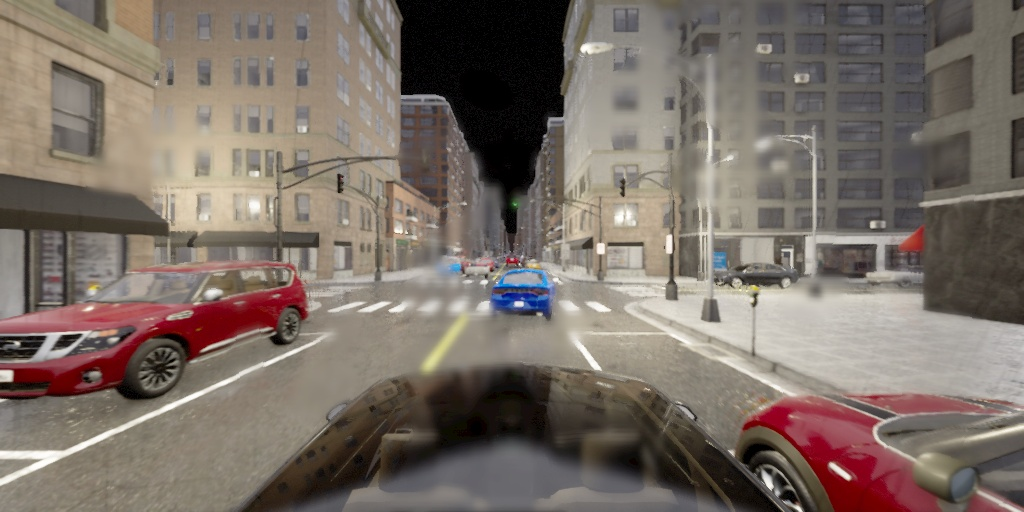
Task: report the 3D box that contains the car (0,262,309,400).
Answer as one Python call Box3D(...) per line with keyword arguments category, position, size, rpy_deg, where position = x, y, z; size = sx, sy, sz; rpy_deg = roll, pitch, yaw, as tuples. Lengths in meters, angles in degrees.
Box3D(category="car", position=(-5.856, 1.048, 6.623), size=(2.192, 1.841, 5.009), rpy_deg=(0, 0, 0))

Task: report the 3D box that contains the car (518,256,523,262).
Box3D(category="car", position=(2.688, 0.853, 61.566), size=(2.192, 1.841, 5.009), rpy_deg=(0, 0, 0))

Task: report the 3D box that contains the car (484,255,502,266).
Box3D(category="car", position=(-2.983, 0.924, 52.220), size=(2.097, 1.767, 4.553), rpy_deg=(0, 0, 0))

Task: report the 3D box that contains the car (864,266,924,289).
Box3D(category="car", position=(24.495, 1.275, 21.797), size=(4.718, 1.301, 1.895), rpy_deg=(0, 0, -1))

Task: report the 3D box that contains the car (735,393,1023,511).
Box3D(category="car", position=(2.668, 1.192, 1.122), size=(1.967, 1.591, 4.097), rpy_deg=(0, 0, 0))

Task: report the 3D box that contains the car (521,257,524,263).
Box3D(category="car", position=(2.685, 1.129, 50.377), size=(2.007, 1.370, 4.403), rpy_deg=(0, 0, 0))

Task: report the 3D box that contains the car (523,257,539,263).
Box3D(category="car", position=(2.683, 1.125, 44.953), size=(1.751, 1.417, 4.829), rpy_deg=(0, 0, 0))

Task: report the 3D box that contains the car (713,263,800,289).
Box3D(category="car", position=(14.572, 1.178, 21.740), size=(4.892, 1.490, 1.837), rpy_deg=(0, 0, 1))

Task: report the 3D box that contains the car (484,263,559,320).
Box3D(category="car", position=(0.570, 1.191, 12.512), size=(1.882, 1.535, 5.008), rpy_deg=(0, 0, 9))

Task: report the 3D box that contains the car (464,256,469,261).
Box3D(category="car", position=(-5.845, 0.934, 39.167), size=(2.192, 1.841, 5.009), rpy_deg=(0, 0, 0))

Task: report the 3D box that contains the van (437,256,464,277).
Box3D(category="van", position=(-5.847, 0.979, 33.570), size=(1.690, 1.789, 3.998), rpy_deg=(0, 0, 0))

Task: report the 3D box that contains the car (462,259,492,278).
Box3D(category="car", position=(-3.070, 1.243, 32.693), size=(1.895, 1.301, 4.718), rpy_deg=(0, 0, -1))

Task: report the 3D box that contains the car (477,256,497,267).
Box3D(category="car", position=(-3.066, 1.086, 42.045), size=(1.882, 1.535, 5.008), rpy_deg=(0, 0, 0))

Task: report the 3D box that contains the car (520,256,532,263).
Box3D(category="car", position=(2.686, 1.125, 55.972), size=(1.948, 1.339, 4.313), rpy_deg=(0, 0, 0))

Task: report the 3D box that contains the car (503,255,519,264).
Box3D(category="car", position=(0.021, 0.754, 63.340), size=(2.150, 2.045, 5.566), rpy_deg=(0, 0, 0))
